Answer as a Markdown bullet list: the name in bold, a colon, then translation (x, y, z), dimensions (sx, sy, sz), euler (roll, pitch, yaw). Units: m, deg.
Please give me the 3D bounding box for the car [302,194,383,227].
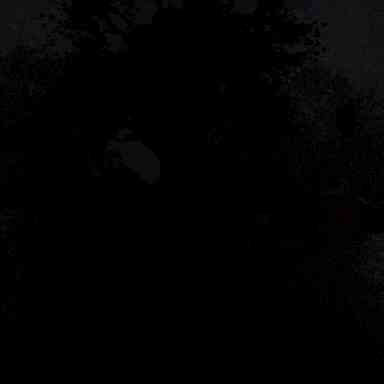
- **car**: translation (10.073, 1.127, 21.679), dimensions (5.566, 2.045, 2.435), euler (-1, -1, 31)
